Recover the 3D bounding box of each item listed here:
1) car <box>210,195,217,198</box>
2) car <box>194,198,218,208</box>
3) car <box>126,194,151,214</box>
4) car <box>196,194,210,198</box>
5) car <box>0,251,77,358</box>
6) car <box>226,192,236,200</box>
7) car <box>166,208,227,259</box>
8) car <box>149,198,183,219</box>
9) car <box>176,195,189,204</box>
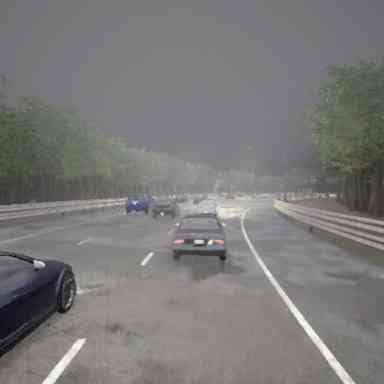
[{"bbox_3d":[5.039,1.481,83.075,1.895,1.301,4.718,0,0,11],"label":"car"},{"bbox_3d":[1.395,1.531,31.038,1.812,1.442,4.674,0,0,4],"label":"car"},{"bbox_3d":[-5.307,1.216,35.047,2.150,2.045,5.566,0,0,5],"label":"car"},{"bbox_3d":[1.607,1.438,62.969,2.128,1.511,4.902,0,0,9],"label":"car"},{"bbox_3d":[-3.347,1.562,5.031,1.994,1.385,4.181,0,0,1],"label":"car"},{"bbox_3d":[11.096,1.072,94.722,2.150,2.045,5.566,0,0,13],"label":"car"},{"bbox_3d":[0.311,1.549,12.549,2.033,1.411,5.357,0,0,2],"label":"car"},{"bbox_3d":[-2.195,1.507,29.254,1.837,1.490,4.892,0,0,5],"label":"car"},{"bbox_3d":[-1.913,1.286,63.131,2.097,1.767,4.553,0,0,9],"label":"car"}]
